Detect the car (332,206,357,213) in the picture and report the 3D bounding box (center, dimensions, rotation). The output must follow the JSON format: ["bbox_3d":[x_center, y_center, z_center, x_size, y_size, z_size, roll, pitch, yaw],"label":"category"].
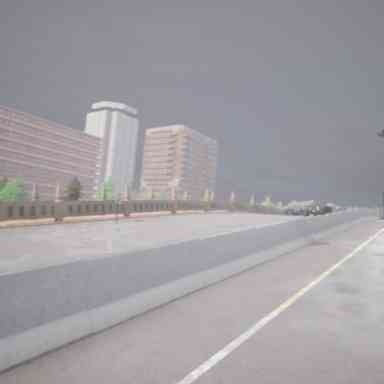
[{"bbox_3d":[18.578,2.377,39.367,2.128,1.511,4.902,0,-4,36],"label":"car"}]

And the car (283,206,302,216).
[{"bbox_3d":[14.213,2.581,45.276,2.033,1.411,5.357,0,-5,36],"label":"car"}]

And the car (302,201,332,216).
[{"bbox_3d":[16.176,2.146,42.018,2.150,2.045,5.566,0,-5,36],"label":"car"}]
